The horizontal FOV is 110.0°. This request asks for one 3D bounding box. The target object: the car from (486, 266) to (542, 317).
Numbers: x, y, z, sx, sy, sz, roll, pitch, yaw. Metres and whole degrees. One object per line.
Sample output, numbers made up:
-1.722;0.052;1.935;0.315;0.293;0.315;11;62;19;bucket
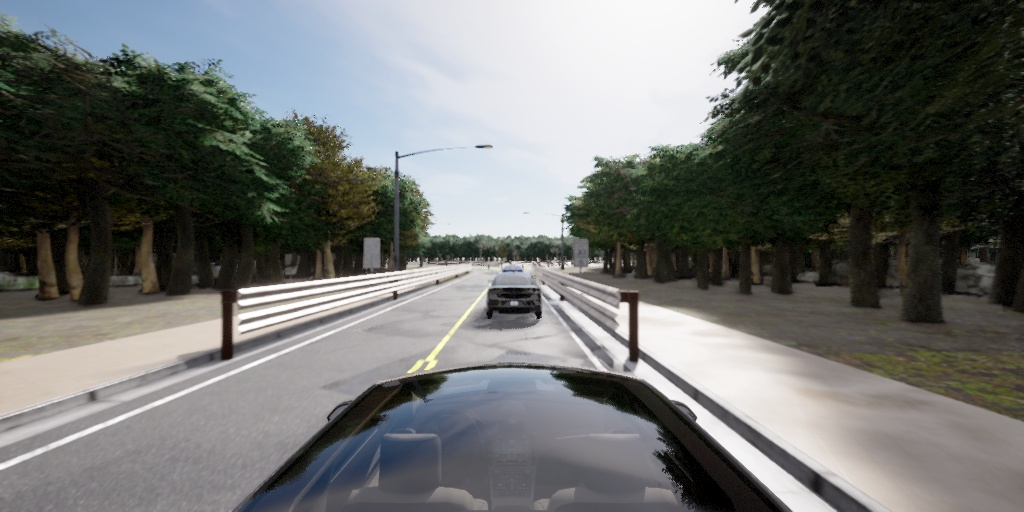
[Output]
0.071;1.338;13.693;1.882;1.535;5.008;0;0;0;car
